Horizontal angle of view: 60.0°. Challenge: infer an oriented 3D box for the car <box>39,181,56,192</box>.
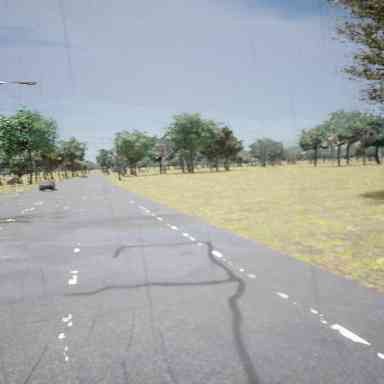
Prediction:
[{"bbox_3d":[-21.506,-0.930,49.576,1.882,1.535,5.008,-4,3,-17],"label":"car"}]
